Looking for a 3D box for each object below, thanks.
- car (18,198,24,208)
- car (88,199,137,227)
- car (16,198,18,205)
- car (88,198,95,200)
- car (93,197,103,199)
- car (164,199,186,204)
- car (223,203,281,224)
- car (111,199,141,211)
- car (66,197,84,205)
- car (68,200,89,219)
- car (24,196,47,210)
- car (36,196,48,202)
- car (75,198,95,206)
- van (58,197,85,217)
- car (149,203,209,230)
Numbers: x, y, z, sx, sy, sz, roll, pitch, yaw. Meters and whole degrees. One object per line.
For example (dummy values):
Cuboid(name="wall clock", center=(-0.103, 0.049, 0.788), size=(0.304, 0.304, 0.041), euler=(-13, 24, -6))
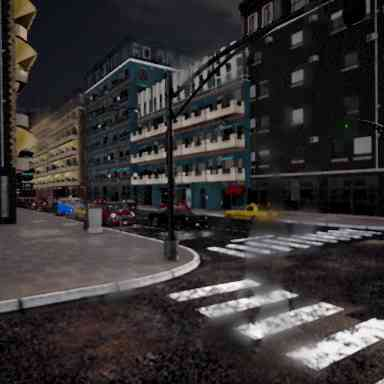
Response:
Cuboid(name="car", center=(-24.925, 1.774, 51.097), size=(1.947, 1.339, 4.313), euler=(-1, 1, -35))
Cuboid(name="car", center=(-5.657, 1.557, 24.055), size=(1.967, 1.590, 4.097), euler=(-1, 1, -35))
Cuboid(name="car", center=(-31.349, 1.786, 60.111), size=(1.887, 1.381, 4.507), euler=(-1, 1, -35))
Cuboid(name="car", center=(-13.204, 1.687, 39.137), size=(1.994, 1.385, 4.181), euler=(-1, 0, -35))
Cuboid(name="car", center=(-14.891, 1.510, 51.452), size=(1.967, 1.590, 4.097), euler=(-1, 1, -35))
Cuboid(name="car", center=(-2.044, 1.450, 33.424), size=(1.967, 1.590, 4.097), euler=(-1, 1, -35))
Cuboid(name="car", center=(4.282, 1.507, 24.550), size=(1.752, 1.417, 4.829), euler=(-1, 1, -35))
Cuboid(name="car", center=(-8.466, 1.590, 42.439), size=(2.008, 1.369, 4.403), euler=(-1, 1, -35))
Cuboid(name="car", center=(-21.313, 1.654, 60.467), size=(2.008, 1.369, 4.403), euler=(-1, 1, -35))
Cuboid(name="car", center=(-8.768, 1.656, 28.424), size=(1.752, 1.417, 4.829), euler=(-1, 1, -35))
Cuboid(name="car", center=(-21.716, 1.632, 46.589), size=(1.967, 1.590, 4.097), euler=(-1, 1, -35))
Cuboid(name="car", center=(-37.372, 1.736, 83.002), size=(1.887, 1.381, 4.507), euler=(-1, 1, -35))
Cuboid(name="car", center=(-18.101, 1.652, 55.960), size=(1.947, 1.339, 4.313), euler=(-1, 1, -35))
Cuboid(name="van", center=(-12.082, 1.487, 33.067), size=(1.690, 1.788, 3.998), euler=(-1, 1, -35))
Cuboid(name="car", center=(-0.948, 1.669, 21.913), size=(1.895, 1.301, 4.718), euler=(-1, 0, -35))
